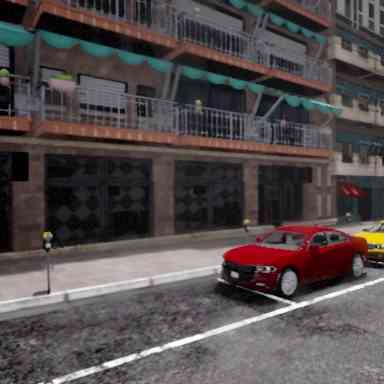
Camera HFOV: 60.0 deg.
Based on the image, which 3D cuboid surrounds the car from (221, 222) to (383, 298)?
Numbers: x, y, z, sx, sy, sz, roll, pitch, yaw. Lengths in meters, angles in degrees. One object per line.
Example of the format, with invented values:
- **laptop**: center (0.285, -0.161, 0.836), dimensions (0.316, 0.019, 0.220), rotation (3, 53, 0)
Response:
- **car**: center (2.762, 1.563, 8.549), dimensions (4.507, 1.381, 1.887), rotation (0, -1, -36)

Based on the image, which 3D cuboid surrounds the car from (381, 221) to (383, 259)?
- **car**: center (7.234, 1.558, 11.743), dimensions (4.829, 1.417, 1.752), rotation (0, -1, -36)
